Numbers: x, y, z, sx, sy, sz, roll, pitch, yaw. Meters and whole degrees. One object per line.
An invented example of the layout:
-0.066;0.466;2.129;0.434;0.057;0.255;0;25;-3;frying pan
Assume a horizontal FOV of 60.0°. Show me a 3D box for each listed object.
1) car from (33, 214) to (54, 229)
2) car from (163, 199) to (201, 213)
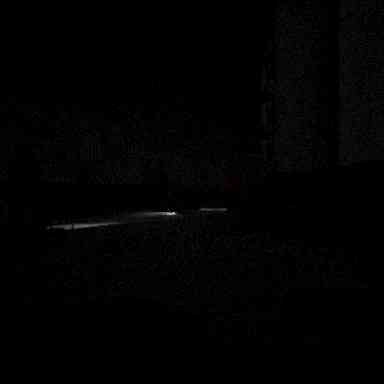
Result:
-10.157;1.614;18.320;1.895;1.301;4.718;0;0;36;car
-1.007;1.563;38.180;2.033;1.411;5.357;0;0;36;car
